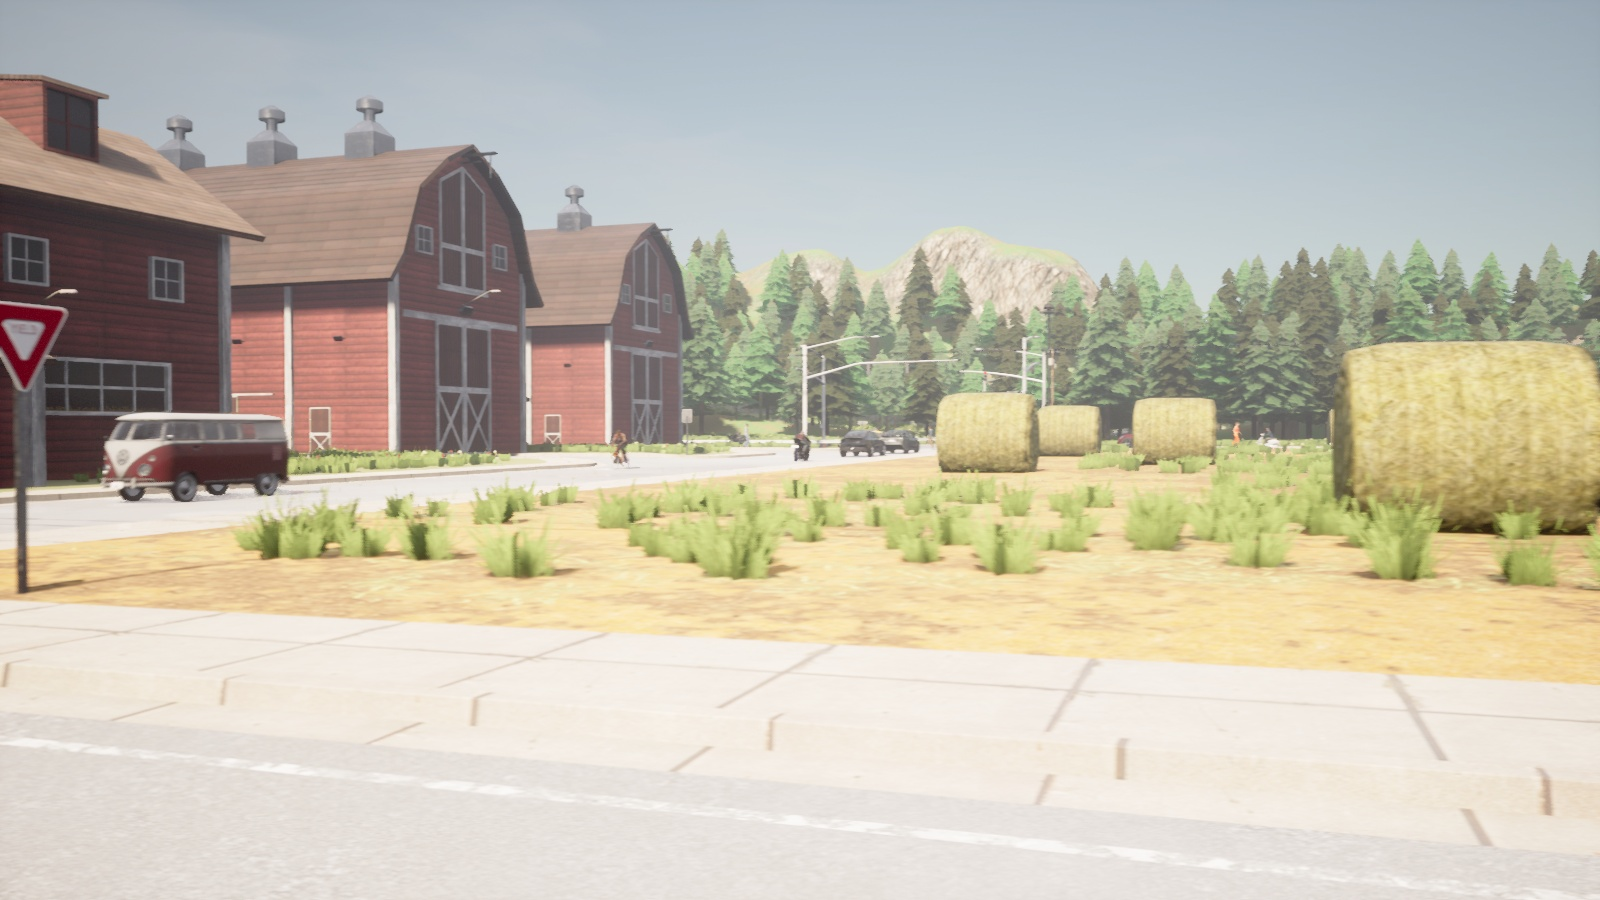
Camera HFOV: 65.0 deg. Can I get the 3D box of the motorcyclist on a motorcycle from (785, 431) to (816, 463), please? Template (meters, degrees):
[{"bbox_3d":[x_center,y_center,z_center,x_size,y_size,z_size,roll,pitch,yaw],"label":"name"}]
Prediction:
[{"bbox_3d":[0.059,-0.153,61.114,0.866,1.530,2.191,1,0,18],"label":"motorcyclist on a motorcycle"}]

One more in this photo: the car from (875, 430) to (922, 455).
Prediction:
[{"bbox_3d":[6.391,-0.529,80.911,2.007,1.525,4.514,1,1,18],"label":"car"}]

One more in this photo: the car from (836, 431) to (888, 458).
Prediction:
[{"bbox_3d":[3.603,-0.338,72.199,1.837,1.490,4.892,1,1,17],"label":"car"}]

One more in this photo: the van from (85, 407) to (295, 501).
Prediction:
[{"bbox_3d":[-13.902,0.036,28.961,1.775,1.987,4.442,1,1,18],"label":"van"}]
